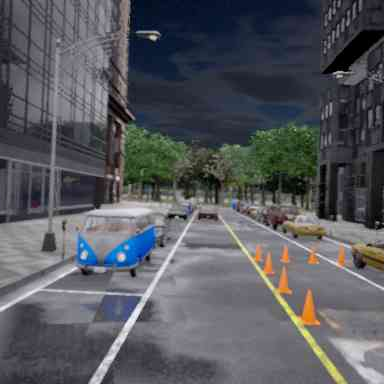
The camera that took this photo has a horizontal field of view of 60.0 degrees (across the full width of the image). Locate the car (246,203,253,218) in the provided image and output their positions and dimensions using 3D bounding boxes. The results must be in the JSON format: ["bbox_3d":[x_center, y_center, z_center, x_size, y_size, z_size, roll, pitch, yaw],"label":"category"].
[{"bbox_3d":[7.503,2.282,37.107,1.752,1.417,4.829,2,-1,2],"label":"car"}]

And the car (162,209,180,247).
[{"bbox_3d":[-1.908,1.669,15.561,2.008,1.369,4.403,2,-1,2],"label":"car"}]

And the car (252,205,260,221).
[{"bbox_3d":[7.272,2.228,31.504,2.008,1.369,4.403,2,-1,2],"label":"car"}]

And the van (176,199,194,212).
[{"bbox_3d":[-1.009,1.767,37.293,1.690,1.788,3.998,2,-1,2],"label":"van"}]

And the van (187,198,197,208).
[{"bbox_3d":[0.105,2.159,64.456,1.690,1.788,3.998,2,-1,2],"label":"van"}]

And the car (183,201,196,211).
[{"bbox_3d":[-0.354,2.183,53.419,1.752,1.417,4.829,2,-1,2],"label":"car"}]

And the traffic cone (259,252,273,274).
[{"bbox_3d":[2.345,2.174,10.204,0.340,0.580,0.340,2,-1,2],"label":"traffic cone"}]

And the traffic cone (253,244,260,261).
[{"bbox_3d":[2.427,2.202,12.202,0.340,0.580,0.340,2,-1,2],"label":"traffic cone"}]

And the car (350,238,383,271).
[{"bbox_3d":[6.388,1.899,9.944,1.752,1.417,4.829,2,-1,2],"label":"car"}]

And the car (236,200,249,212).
[{"bbox_3d":[7.944,2.350,47.803,1.967,1.590,4.097,2,-1,2],"label":"car"}]

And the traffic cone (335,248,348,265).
[{"bbox_3d":[5.422,2.318,12.077,0.340,0.580,0.340,2,-1,2],"label":"traffic cone"}]

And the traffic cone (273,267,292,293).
[{"bbox_3d":[2.263,2.146,8.205,0.340,0.580,0.340,2,-1,2],"label":"traffic cone"}]

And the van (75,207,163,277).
[{"bbox_3d":[-2.123,1.384,10.131,1.690,1.788,3.998,2,-1,2],"label":"van"}]

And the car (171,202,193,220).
[{"bbox_3d":[-1.240,1.914,31.858,1.947,1.339,4.313,2,-1,2],"label":"car"}]

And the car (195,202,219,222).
[{"bbox_3d":[1.530,1.935,31.937,1.882,1.535,5.008,2,-1,2],"label":"car"}]

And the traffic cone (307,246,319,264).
[{"bbox_3d":[4.424,2.279,12.118,0.340,0.580,0.340,2,-1,2],"label":"traffic cone"}]

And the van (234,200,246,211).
[{"bbox_3d":[8.394,2.409,58.669,1.690,1.788,3.998,2,-1,2],"label":"van"}]

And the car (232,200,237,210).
[{"bbox_3d":[8.172,2.304,53.237,2.192,1.841,5.009,2,-1,2],"label":"car"}]

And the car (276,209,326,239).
[{"bbox_3d":[6.834,2.051,20.809,1.752,1.417,4.829,2,-1,2],"label":"car"}]

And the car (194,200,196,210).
[{"bbox_3d":[-0.800,2.026,42.554,1.752,1.417,4.829,2,-1,2],"label":"car"}]

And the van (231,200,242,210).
[{"bbox_3d":[8.617,2.488,64.101,1.690,1.788,3.998,2,-1,2],"label":"van"}]

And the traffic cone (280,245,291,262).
[{"bbox_3d":[3.427,2.241,12.161,0.340,0.580,0.340,2,-1,2],"label":"traffic cone"}]

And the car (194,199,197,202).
[{"bbox_3d":[-0.572,2.147,48.155,1.947,1.339,4.313,2,-1,2],"label":"car"}]

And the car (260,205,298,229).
[{"bbox_3d":[7.058,1.915,26.075,2.192,1.841,5.009,2,-1,2],"label":"car"}]

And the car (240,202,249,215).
[{"bbox_3d":[7.718,2.377,42.369,1.887,1.381,4.507,2,-1,2],"label":"car"}]

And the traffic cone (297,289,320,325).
[{"bbox_3d":[2.181,2.118,6.208,0.340,0.580,0.340,2,-1,2],"label":"traffic cone"}]

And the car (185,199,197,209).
[{"bbox_3d":[-0.121,2.179,59.022,1.967,1.590,4.097,2,-1,2],"label":"car"}]
